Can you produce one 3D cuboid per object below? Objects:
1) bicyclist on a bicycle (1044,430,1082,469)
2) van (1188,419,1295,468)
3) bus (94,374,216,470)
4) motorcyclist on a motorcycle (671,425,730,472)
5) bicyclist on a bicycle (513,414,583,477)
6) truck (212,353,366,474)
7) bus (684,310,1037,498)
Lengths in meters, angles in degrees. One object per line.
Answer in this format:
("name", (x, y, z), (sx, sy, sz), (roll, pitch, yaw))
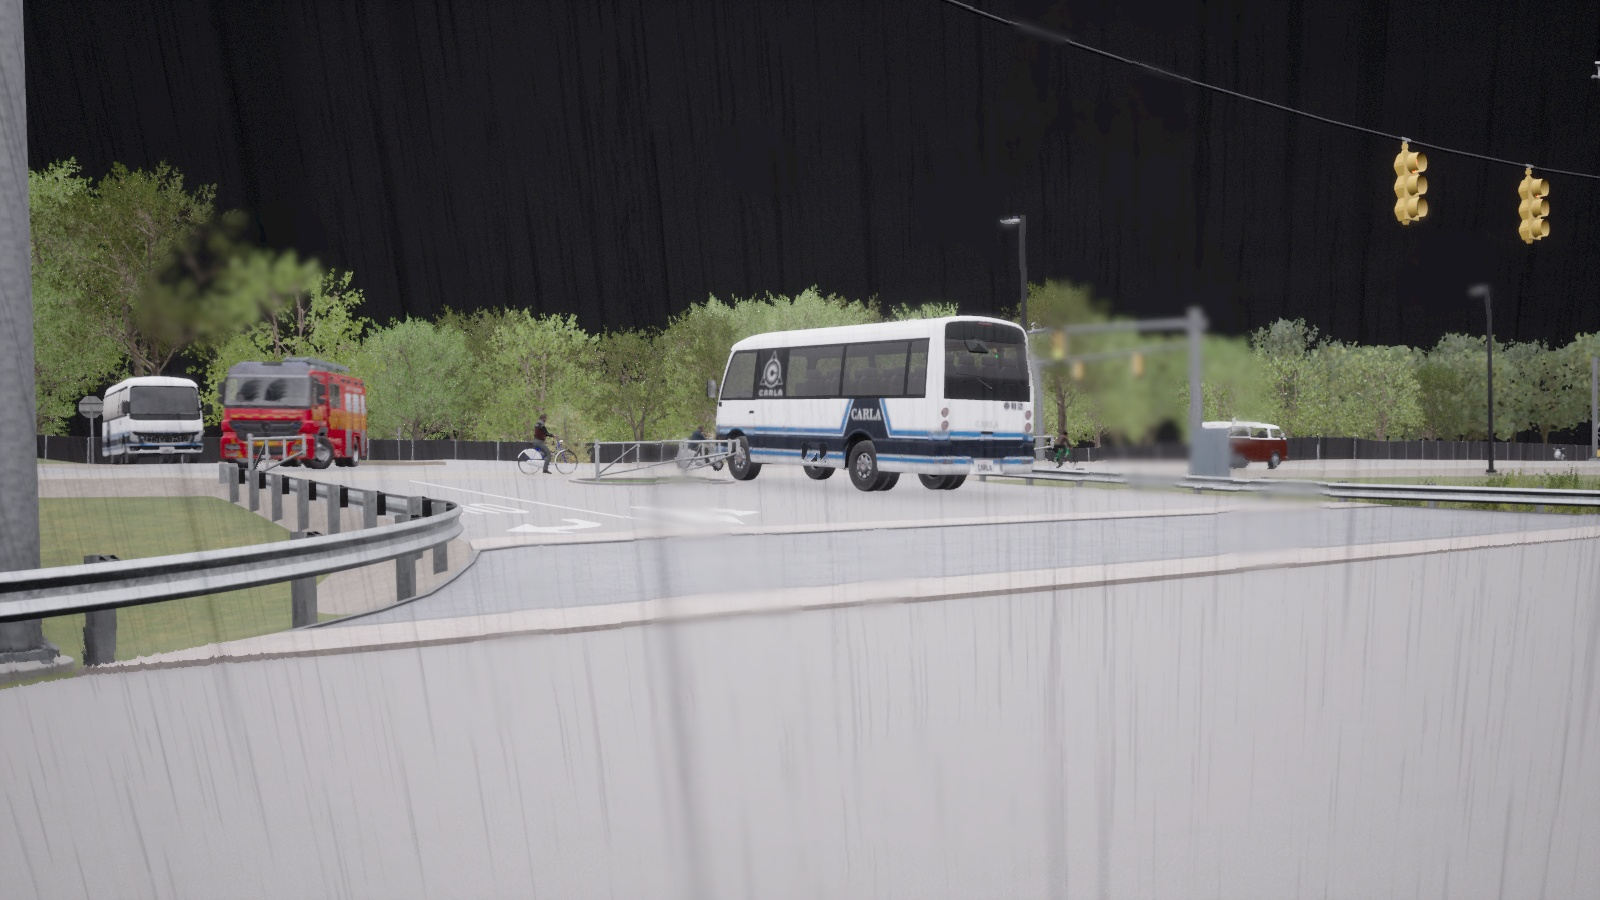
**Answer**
("bicyclist on a bicycle", (11.068, -0.008, 52.865), (1.656, 1.620, 0.582), (0, 0, -34))
("van", (19.011, -0.253, 54.010), (4.480, 2.038, 2.069), (0, 0, -34))
("bus", (-32.127, -1.245, 62.244), (3.944, 4.253, 10.273), (-1, -1, -35))
("motorcyclist on a motorcycle", (-3.413, -0.049, 43.080), (1.817, 1.590, 0.866), (1, -1, -34))
("bicyclist on a bicycle", (-7.273, -0.128, 36.229), (1.843, 1.776, 0.659), (0, 2, -34))
("truck", (-17.748, -1.183, 44.286), (2.891, 3.827, 8.468), (0, 0, -7))
("bus", (1.187, -1.168, 33.830), (3.944, 4.253, 10.273), (0, 1, -35))
